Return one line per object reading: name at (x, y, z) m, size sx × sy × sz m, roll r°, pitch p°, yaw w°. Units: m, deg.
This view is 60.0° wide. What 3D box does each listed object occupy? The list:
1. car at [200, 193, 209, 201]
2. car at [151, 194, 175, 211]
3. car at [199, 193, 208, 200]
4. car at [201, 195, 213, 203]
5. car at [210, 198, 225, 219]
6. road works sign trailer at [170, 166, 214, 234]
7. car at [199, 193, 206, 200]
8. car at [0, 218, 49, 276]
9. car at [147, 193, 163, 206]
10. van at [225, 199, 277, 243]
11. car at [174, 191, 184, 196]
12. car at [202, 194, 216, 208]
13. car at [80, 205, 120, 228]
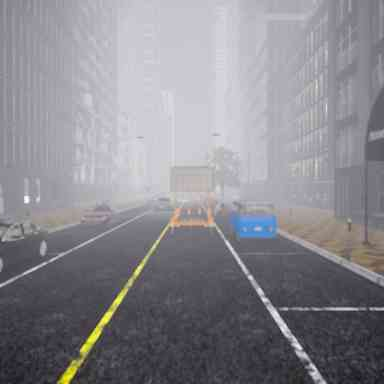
car at (2.690, 1.011, 72.296) m, size 1.967 × 1.590 × 4.097 m, roll 0°, pitch 0°, yaw 0°
car at (-3.096, 1.320, 37.071) m, size 1.812 × 1.442 × 4.674 m, roll 0°, pitch 0°, yaw 0°
car at (2.690, 0.970, 77.988) m, size 1.967 × 1.590 × 4.097 m, roll 0°, pitch 0°, yaw 0°
car at (2.690, 1.202, 60.912) m, size 2.008 × 1.369 × 4.403 m, roll 0°, pitch 0°, yaw 0°
car at (2.690, 1.434, 26.758) m, size 1.802 × 1.307 × 4.206 m, roll 0°, pitch 0°, yaw 0°
road works sign trailer at (0.000, 0.362, 18.387) m, size 2.380 × 3.560 × 2.880 m, roll 0°, pitch 0°, yaw 0°
car at (2.690, 1.239, 55.220) m, size 2.008 × 1.369 × 4.403 m, roll 0°, pitch 0°, yaw 0°
car at (-5.691, 1.497, 9.684) m, size 2.008 × 1.369 × 4.403 m, roll 0°, pitch 0°, yaw 0°
car at (-5.691, 1.274, 49.531) m, size 2.008 × 1.369 × 4.403 m, roll 0°, pitch 0°, yaw 0°
van at (2.690, 1.256, 15.373) m, size 1.690 × 1.788 × 3.998 m, roll 0°, pitch 0°, yaw 0°
car at (-3.002, 0.648, 78.421) m, size 2.150 × 2.045 × 5.566 m, roll 0°, pitch 0°, yaw 0°
car at (2.690, 1.339, 43.836) m, size 1.802 × 1.307 × 4.206 m, roll 0°, pitch 0°, yaw 0°
car at (-5.691, 1.465, 21.069) m, size 1.802 × 1.307 × 4.206 m, roll 0°, pitch 0°, yaw 0°
